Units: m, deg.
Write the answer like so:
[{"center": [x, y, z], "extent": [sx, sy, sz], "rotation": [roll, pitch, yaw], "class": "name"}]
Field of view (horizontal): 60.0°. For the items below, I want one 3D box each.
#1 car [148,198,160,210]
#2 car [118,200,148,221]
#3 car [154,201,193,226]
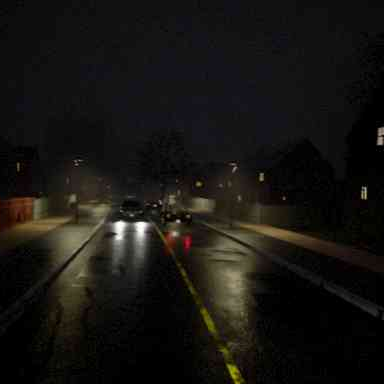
[{"center": [-4.351, 1.400, 37.220], "extent": [1.994, 1.385, 4.181], "rotation": [2, 0, -13], "class": "car"}, {"center": [-4.681, 1.342, 25.548], "extent": [1.812, 1.442, 4.674], "rotation": [2, 0, -12], "class": "car"}, {"center": [-1.265, 1.525, 22.897], "extent": [1.895, 1.301, 4.718], "rotation": [2, 0, -11], "class": "car"}]
